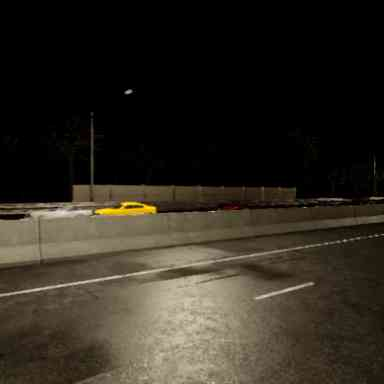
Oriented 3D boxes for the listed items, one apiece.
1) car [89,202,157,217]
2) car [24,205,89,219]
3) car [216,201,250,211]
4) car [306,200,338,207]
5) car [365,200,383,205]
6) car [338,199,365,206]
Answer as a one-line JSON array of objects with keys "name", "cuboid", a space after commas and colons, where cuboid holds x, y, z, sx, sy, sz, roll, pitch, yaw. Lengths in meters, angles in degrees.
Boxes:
[{"name": "car", "cuboid": [-5.185, 1.588, 26.290, 5.008, 1.535, 1.882, 0, 0, -36]}, {"name": "car", "cuboid": [-10.371, 1.713, 25.917, 4.718, 1.301, 1.895, 0, 0, -39]}, {"name": "car", "cuboid": [4.693, 1.717, 37.876, 4.181, 1.385, 1.994, 0, 0, -37]}, {"name": "car", "cuboid": [16.776, 1.715, 42.460, 5.357, 1.411, 2.033, 0, 0, -36]}, {"name": "car", "cuboid": [22.279, 1.693, 37.817, 5.357, 1.411, 2.033, 0, 0, -36]}, {"name": "car", "cuboid": [20.405, 1.666, 40.780, 4.892, 1.490, 1.837, 1, -1, -36]}]
